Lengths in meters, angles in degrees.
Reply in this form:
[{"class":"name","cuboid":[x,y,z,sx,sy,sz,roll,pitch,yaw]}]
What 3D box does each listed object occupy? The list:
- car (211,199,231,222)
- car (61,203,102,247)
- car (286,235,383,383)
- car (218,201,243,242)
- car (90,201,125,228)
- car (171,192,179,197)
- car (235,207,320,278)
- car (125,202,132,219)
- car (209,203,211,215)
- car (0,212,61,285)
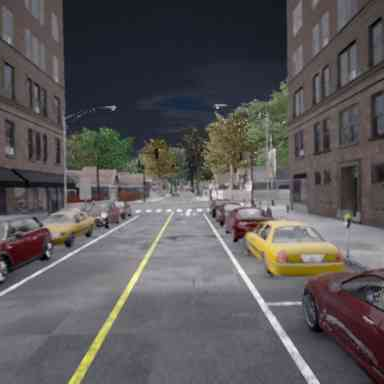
[{"class":"car","cuboid":[2.393,1.279,20.312,1.802,1.307,4.206,-1,1,-1]},{"class":"car","cuboid":[-5.549,1.443,14.507,1.752,1.417,4.829,-1,1,-1]},{"class":"car","cuboid":[2.634,1.482,3.760,1.802,1.307,4.206,-1,1,-1]},{"class":"car","cuboid":[2.472,1.309,14.795,1.887,1.381,4.507,-1,1,-1]},{"class":"car","cuboid":[-5.633,1.289,20.194,1.967,1.590,4.097,-1,1,-1]},{"class":"car","cuboid":[-4.240,0.619,83.699,2.033,1.411,5.357,-1,1,-1]},{"class":"car","cuboid":[2.550,1.355,9.447,1.752,1.417,4.829,-1,1,-1]},{"class":"car","cuboid":[-5.711,1.364,25.713,1.802,1.307,4.206,-1,1,-1]},{"class":"car","cuboid":[2.312,1.195,25.830,1.947,1.339,4.313,-1,1,-1]},{"class":"car","cuboid":[-5.472,1.424,9.158,1.967,1.590,4.097,-1,1,-1]}]
